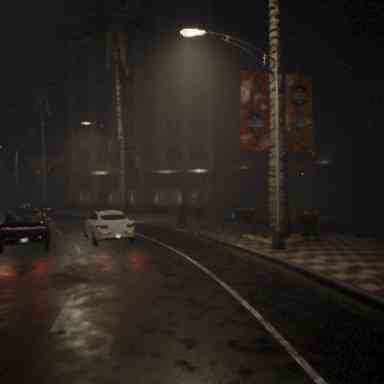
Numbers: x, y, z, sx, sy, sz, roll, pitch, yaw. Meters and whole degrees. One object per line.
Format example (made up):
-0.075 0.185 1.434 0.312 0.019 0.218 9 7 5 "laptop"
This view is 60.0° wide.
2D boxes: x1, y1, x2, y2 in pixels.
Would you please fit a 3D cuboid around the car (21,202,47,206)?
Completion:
-14.013 1.655 29.260 4.902 1.511 2.128 -1 0 44 "car"

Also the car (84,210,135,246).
-3.994 1.588 15.819 1.812 1.442 4.674 0 0 -24 "car"

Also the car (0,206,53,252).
-7.181 1.573 14.435 2.128 1.511 4.902 0 0 -24 "car"
